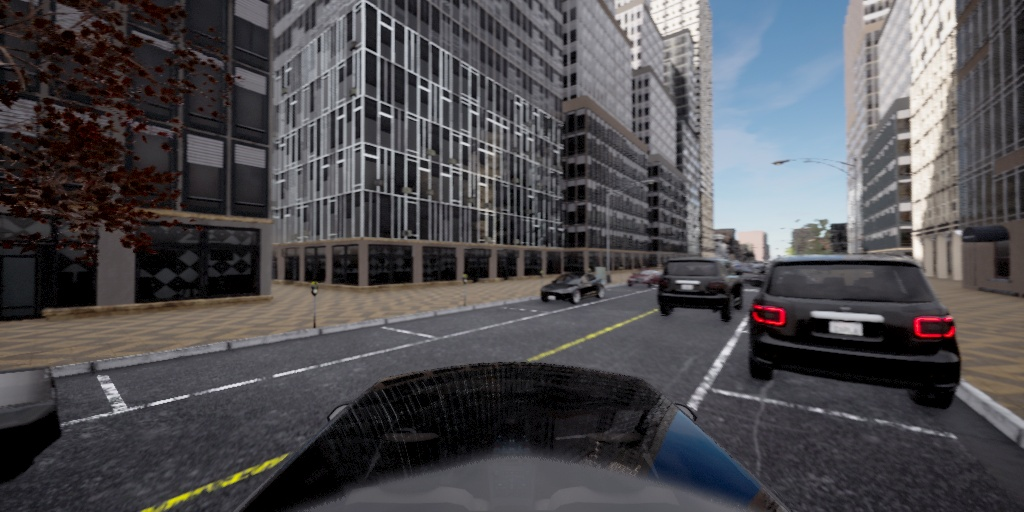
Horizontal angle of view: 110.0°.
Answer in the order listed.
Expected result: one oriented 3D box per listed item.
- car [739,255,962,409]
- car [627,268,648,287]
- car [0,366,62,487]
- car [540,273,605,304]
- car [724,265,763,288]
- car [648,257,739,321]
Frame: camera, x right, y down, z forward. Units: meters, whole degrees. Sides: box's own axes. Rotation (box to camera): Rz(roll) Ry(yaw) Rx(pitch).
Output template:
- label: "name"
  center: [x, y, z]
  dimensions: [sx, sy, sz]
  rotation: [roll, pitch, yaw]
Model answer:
- label: "car"
  center: [5.769, 1.011, 6.595]
  dimensions: [2.150, 2.045, 5.566]
  rotation: [-1, -1, 37]
- label: "car"
  center: [9.961, 1.580, 26.638]
  dimensions: [1.802, 1.307, 4.207]
  rotation: [0, 0, 37]
- label: "car"
  center: [-5.814, 1.375, 1.599]
  dimensions: [1.895, 1.301, 4.718]
  rotation: [-1, -1, 37]
- label: "car"
  center: [3.076, 1.490, 17.574]
  dimensions: [1.948, 1.339, 4.313]
  rotation: [0, 0, 37]
- label: "car"
  center: [17.607, 1.459, 27.146]
  dimensions: [2.128, 1.511, 4.902]
  rotation: [-1, -1, 37]
- label: "car"
  center: [7.072, 1.077, 13.279]
  dimensions: [2.150, 2.045, 5.566]
  rotation: [-1, -1, 37]
